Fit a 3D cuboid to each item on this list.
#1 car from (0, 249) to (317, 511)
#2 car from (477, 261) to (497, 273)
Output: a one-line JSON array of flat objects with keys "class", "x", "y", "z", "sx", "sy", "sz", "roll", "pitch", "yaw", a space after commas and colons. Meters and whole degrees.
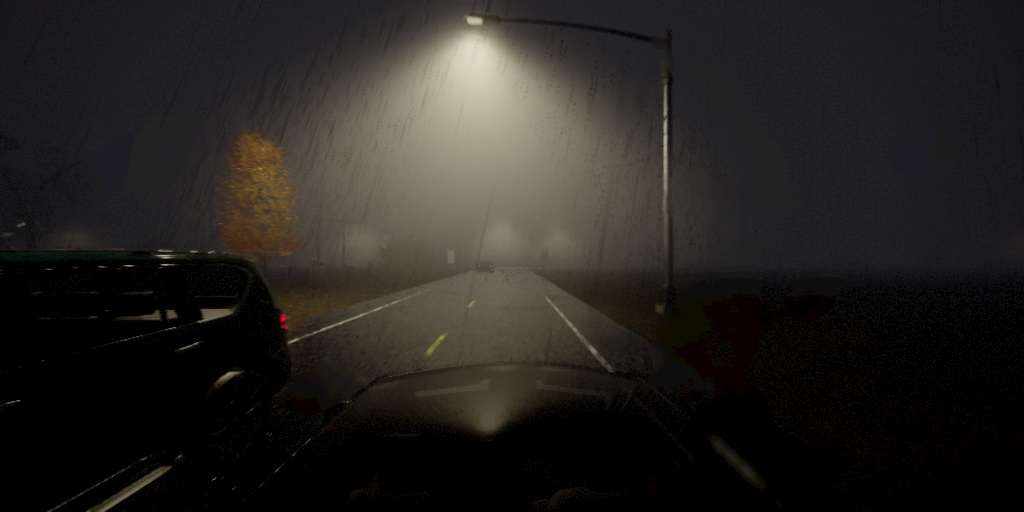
[{"class": "car", "x": -3.600, "y": 0.969, "z": 1.835, "sx": 2.150, "sy": 2.045, "sz": 5.566, "roll": 0, "pitch": 0, "yaw": 0}, {"class": "car", "x": -3.586, "y": 1.427, "z": 49.633, "sx": 2.097, "sy": 1.767, "sz": 4.553, "roll": 0, "pitch": 0, "yaw": 0}]
